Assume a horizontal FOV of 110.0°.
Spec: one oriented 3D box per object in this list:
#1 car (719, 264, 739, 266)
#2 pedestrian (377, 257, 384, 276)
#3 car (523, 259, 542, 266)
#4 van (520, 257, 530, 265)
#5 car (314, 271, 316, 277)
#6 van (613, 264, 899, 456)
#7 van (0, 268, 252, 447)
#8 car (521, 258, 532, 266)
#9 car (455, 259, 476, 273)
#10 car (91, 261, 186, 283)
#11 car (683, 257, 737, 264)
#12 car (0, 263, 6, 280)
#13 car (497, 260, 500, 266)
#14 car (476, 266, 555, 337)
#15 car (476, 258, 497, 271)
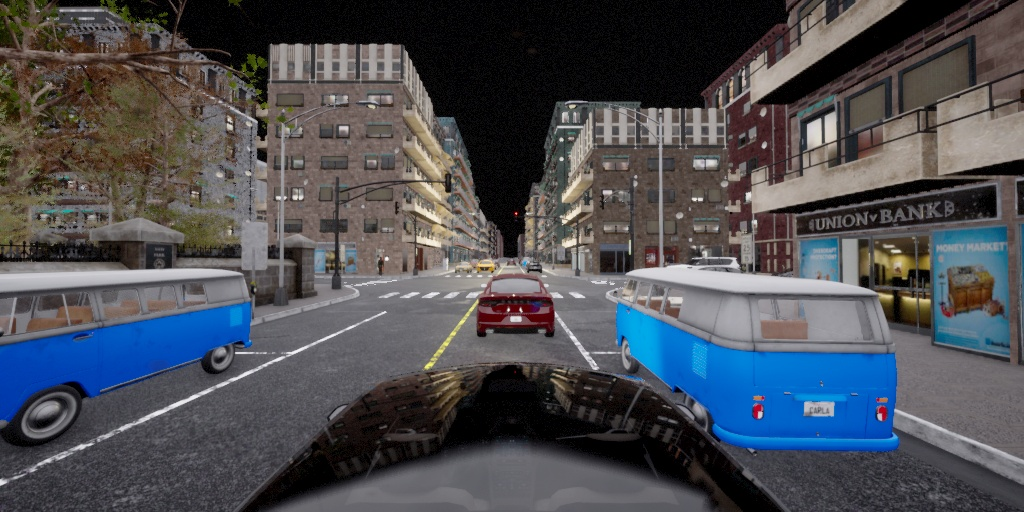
[{"bbox_3d":[13.508,1.333,22.709,4.313,1.339,1.948,0,0,1],"label":"car"},{"bbox_3d":[-12.579,0.969,34.331,0.375,1.860,0.375,0,-1,1],"label":"pedestrian"},{"bbox_3d":[2.640,1.331,42.908,1.948,1.339,4.313,0,0,0],"label":"car"},{"bbox_3d":[2.620,1.114,59.835,1.690,1.789,3.998,0,0,0],"label":"van"},{"bbox_3d":[-16.700,1.248,25.602,4.718,1.301,1.895,0,-1,1],"label":"car"},{"bbox_3d":[2.654,1.092,4.962,1.690,1.789,3.998,0,0,0],"label":"van"},{"bbox_3d":[-5.660,1.092,4.953,1.690,1.789,3.998,0,0,0],"label":"van"},{"bbox_3d":[2.633,1.318,48.551,2.007,1.370,4.403,0,0,0],"label":"car"},{"bbox_3d":[-5.740,1.291,42.728,1.751,1.417,4.829,0,0,0],"label":"car"},{"bbox_3d":[-26.717,1.097,25.742,4.892,1.490,1.837,0,-1,1],"label":"car"},{"bbox_3d":[15.068,1.102,28.482,5.566,2.045,2.150,0,-1,2],"label":"car"},{"bbox_3d":[-40.235,1.121,25.895,4.718,1.301,1.895,0,-1,1],"label":"car"},{"bbox_3d":[-3.160,1.318,53.554,2.033,1.411,5.357,0,0,0],"label":"car"},{"bbox_3d":[0.087,1.230,10.320,1.882,1.535,5.008,0,0,0],"label":"car"},{"bbox_3d":[-3.153,1.243,43.593,1.882,1.535,5.008,0,0,0],"label":"car"}]
